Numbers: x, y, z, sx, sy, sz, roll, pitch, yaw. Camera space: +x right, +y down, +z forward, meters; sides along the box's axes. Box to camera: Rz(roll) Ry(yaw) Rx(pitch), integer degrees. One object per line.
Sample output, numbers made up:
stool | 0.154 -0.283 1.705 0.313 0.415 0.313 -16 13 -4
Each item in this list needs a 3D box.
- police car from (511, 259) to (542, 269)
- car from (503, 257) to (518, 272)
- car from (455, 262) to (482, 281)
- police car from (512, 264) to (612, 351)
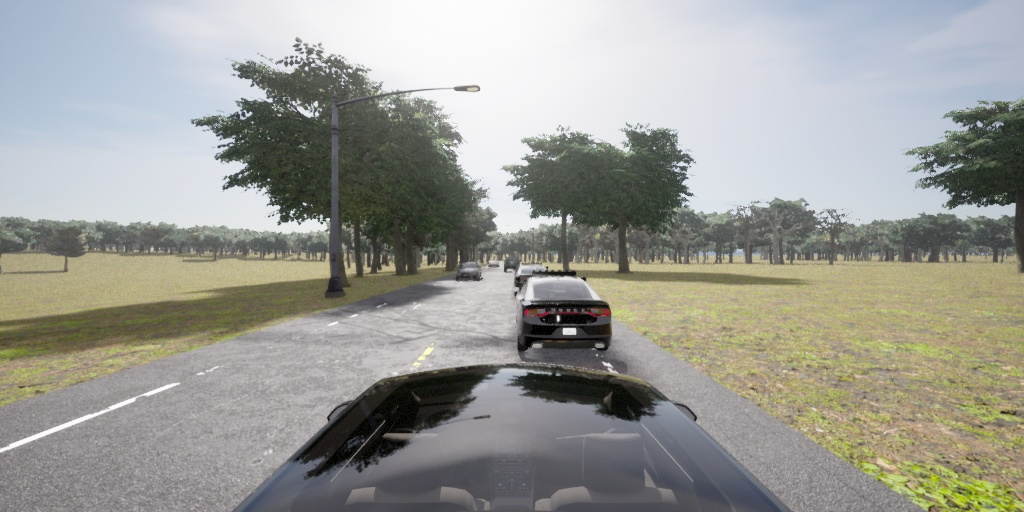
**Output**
police car | 1.045 1.172 19.128 1.930 1.638 5.238 0 0 0
car | 0.018 1.103 48.488 2.150 2.045 5.566 0 -1 0
car | -3.608 1.272 30.245 1.837 1.490 4.892 0 0 0
police car | 1.048 1.173 9.126 1.930 1.638 5.238 0 0 0
